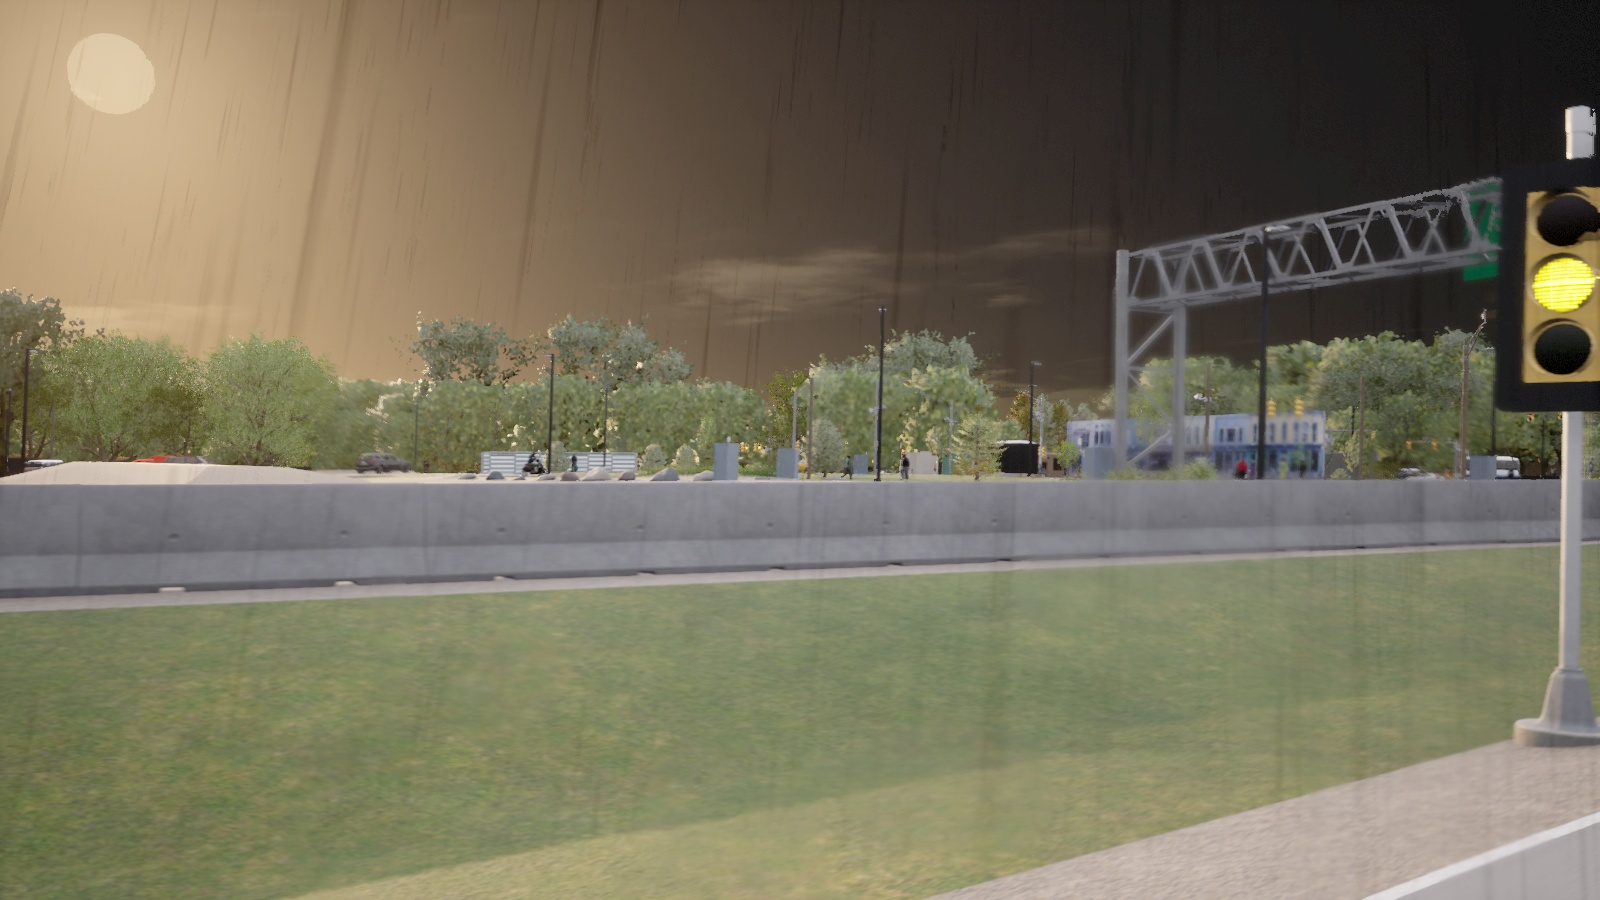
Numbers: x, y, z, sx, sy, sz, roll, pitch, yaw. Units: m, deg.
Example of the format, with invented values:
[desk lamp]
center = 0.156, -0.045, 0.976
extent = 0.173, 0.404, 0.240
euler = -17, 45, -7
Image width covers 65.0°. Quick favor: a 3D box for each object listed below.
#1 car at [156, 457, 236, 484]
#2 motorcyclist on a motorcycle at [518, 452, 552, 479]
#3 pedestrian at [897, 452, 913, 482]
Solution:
[car]
center = -41.716, 1.400, 86.817
extent = 4.553, 1.767, 2.097
euler = -1, -1, -10
[motorcyclist on a motorcycle]
center = -15.836, 0.930, 74.924
extent = 1.817, 1.590, 0.866
euler = 0, -2, 26
[pedestrian]
center = 6.755, 1.109, 80.774
extent = 0.849, 1.883, 0.563
euler = 2, -1, -33
